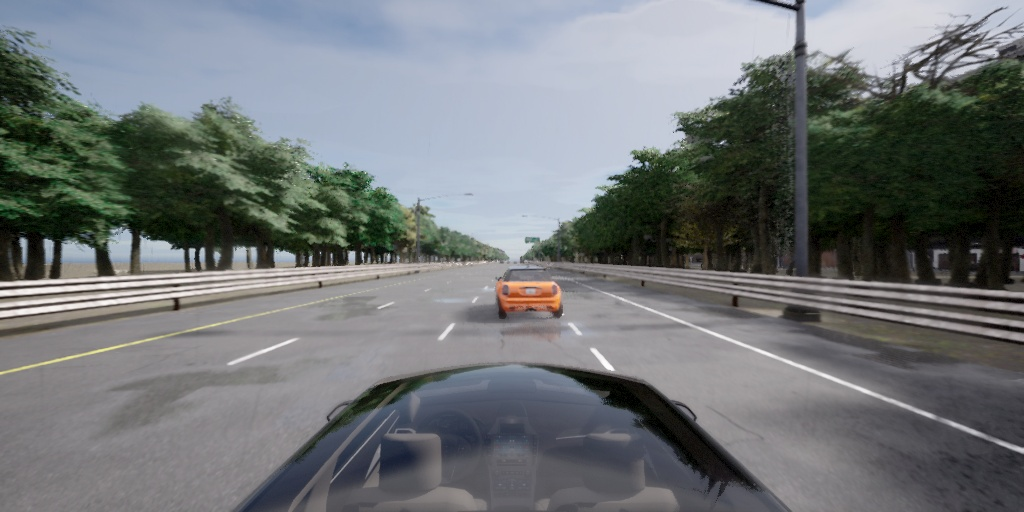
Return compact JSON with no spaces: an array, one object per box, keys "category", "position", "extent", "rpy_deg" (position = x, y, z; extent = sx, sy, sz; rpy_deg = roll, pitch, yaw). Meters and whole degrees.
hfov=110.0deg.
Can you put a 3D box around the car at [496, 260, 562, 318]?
[{"category":"car","position":[0.481,1.147,13.420],"extent":[2.097,1.767,4.553],"rpy_deg":[0,0,-3]}]
